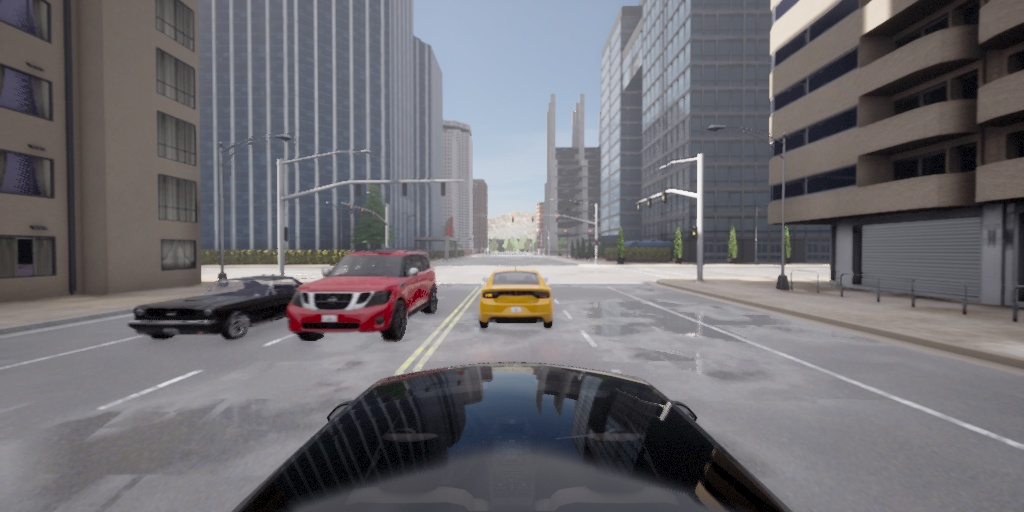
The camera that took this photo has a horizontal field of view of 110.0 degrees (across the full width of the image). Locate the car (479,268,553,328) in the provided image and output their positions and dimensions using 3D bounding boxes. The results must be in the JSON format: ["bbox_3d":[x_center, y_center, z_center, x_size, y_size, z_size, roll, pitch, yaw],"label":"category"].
[{"bbox_3d":[0.103,1.083,10.826,1.882,1.535,5.008,0,0,0],"label":"car"}]

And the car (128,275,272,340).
[{"bbox_3d":[-7.055,1.225,9.640,1.895,1.301,4.718,0,1,0],"label":"car"}]

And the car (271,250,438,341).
[{"bbox_3d":[-3.554,0.845,9.794,2.150,2.045,5.566,0,1,1],"label":"car"}]
